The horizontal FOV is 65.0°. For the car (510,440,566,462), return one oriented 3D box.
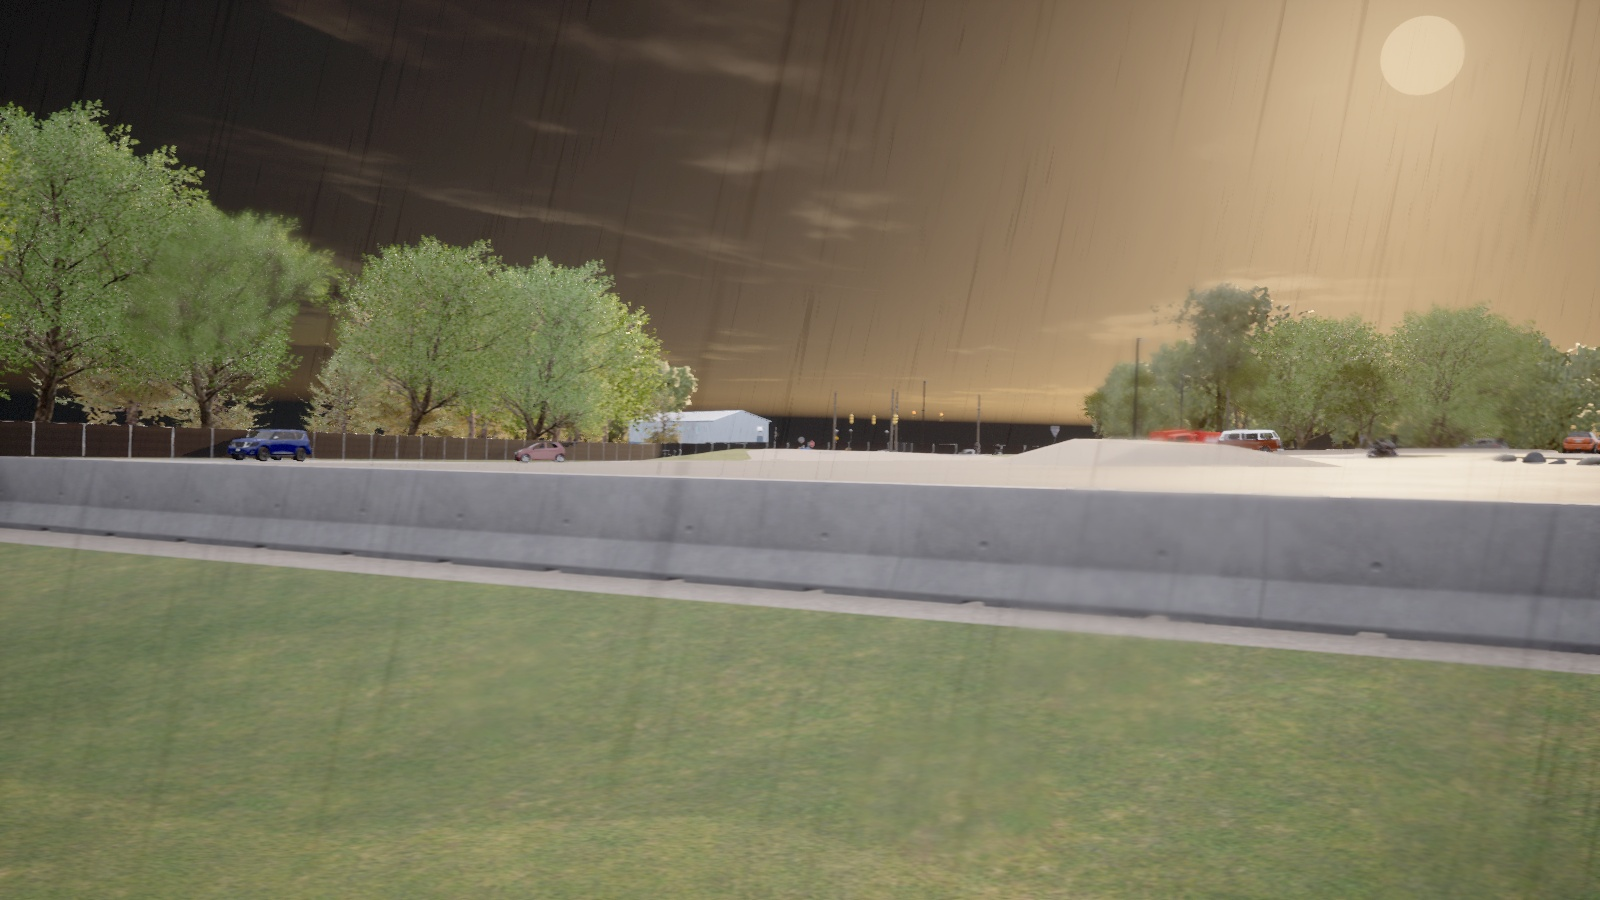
[{"bbox_3d":[-18.817,0.078,90.054,3.633,1.501,1.845,0,-1,-24],"label":"car"}]

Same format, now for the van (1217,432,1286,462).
[{"bbox_3d":[33.283,-0.212,92.546,4.480,2.038,2.069,-2,-1,29],"label":"van"}]

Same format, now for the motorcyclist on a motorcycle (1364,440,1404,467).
[{"bbox_3d":[35.223,0.223,75.786,0.866,1.530,2.191,-2,0,-21],"label":"motorcyclist on a motorcycle"}]

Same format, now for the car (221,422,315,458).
[{"bbox_3d":[-33.451,-0.568,79.142,2.150,2.045,5.566,3,0,19],"label":"car"}]
